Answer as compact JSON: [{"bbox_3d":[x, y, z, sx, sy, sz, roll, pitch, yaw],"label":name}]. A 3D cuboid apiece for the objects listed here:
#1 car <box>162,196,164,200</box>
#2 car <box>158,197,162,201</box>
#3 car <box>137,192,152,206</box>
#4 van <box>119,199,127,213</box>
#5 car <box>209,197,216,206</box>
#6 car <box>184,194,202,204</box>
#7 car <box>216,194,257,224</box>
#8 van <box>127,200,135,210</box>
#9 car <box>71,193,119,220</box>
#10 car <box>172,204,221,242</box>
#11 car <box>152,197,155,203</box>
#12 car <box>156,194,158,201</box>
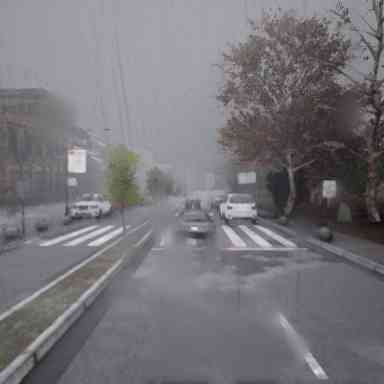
[{"bbox_3d":[-7.885,1.166,72.051,2.002,1.452,4.674,0,0,0],"label":"car"},{"bbox_3d":[-7.916,1.199,66.474,2.163,1.488,4.792,0,0,0],"label":"car"},{"bbox_3d":[-8.014,1.032,49.833,2.435,2.045,5.566,0,0,0],"label":"car"},{"bbox_3d":[-8.111,1.145,33.106,1.878,1.987,4.442,0,0,0],"label":"van"},{"bbox_3d":[3.275,1.363,42.965,1.812,1.442,4.674,0,0,0],"label":"car"},{"bbox_3d":[0.110,1.351,41.313,1.837,1.490,4.892,0,0,0],"label":"car"},{"bbox_3d":[3.257,1.146,24.191,2.150,2.045,5.566,0,1,0],"label":"car"},{"bbox_3d":[-8.079,1.119,38.652,1.878,1.987,4.442,0,0,0],"label":"van"},{"bbox_3d":[-8.142,1.142,27.648,2.435,2.045,5.566,0,0,0],"label":"car"},{"bbox_3d":[0.104,1.514,16.091,1.994,1.385,4.181,0,0,0],"label":"car"},{"bbox_3d":[-7.981,1.279,55.379,2.163,1.488,4.792,0,0,0],"label":"car"},{"bbox_3d":[-7.950,1.250,60.958,2.002,1.452,4.674,0,0,0],"label":"car"}]
